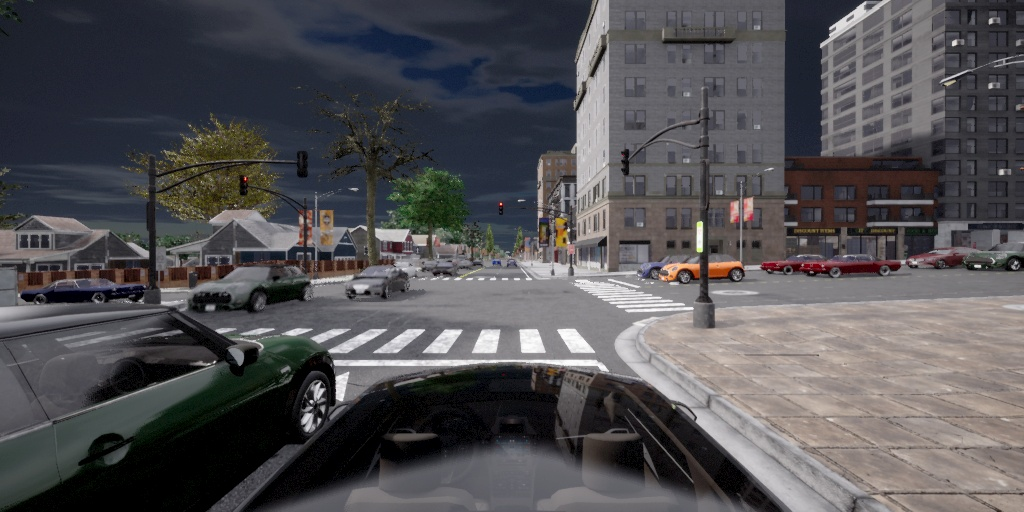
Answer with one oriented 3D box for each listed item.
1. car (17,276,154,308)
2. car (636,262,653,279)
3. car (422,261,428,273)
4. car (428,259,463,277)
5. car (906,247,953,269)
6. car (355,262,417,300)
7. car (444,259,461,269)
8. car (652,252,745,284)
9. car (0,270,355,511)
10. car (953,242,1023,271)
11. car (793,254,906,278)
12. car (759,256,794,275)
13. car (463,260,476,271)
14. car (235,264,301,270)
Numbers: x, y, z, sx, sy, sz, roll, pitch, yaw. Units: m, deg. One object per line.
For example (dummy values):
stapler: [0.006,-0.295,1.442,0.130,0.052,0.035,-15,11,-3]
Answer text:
car: [-21.636,1.806,18.338,4.718,1.301,1.895,-2,0,0]
car: [11.099,0.679,25.015,4.553,1.767,2.097,-2,0,2]
car: [-9.905,1.283,44.307,1.837,1.490,4.892,0,0,0]
car: [-6.628,1.314,36.224,2.033,1.411,5.357,0,0,0]
car: [30.407,0.121,25.011,4.674,1.442,1.812,-2,0,0]
car: [-6.615,1.266,18.082,2.128,1.511,4.902,0,0,0]
car: [-9.904,1.295,60.133,1.882,1.535,5.008,0,0,0]
car: [11.353,0.680,21.695,4.553,1.767,2.097,-2,0,0]
car: [-3.152,1.102,2.461,2.097,1.767,4.553,0,0,0]
car: [30.492,-0.045,21.764,4.553,1.767,2.097,-2,0,0]
car: [20.337,0.584,21.730,4.718,1.301,1.895,-2,0,0]
car: [20.096,0.583,24.979,4.718,1.301,1.895,-2,0,0]
car: [-6.658,1.296,50.700,1.837,1.490,4.892,0,0,0]
car: [-9.874,1.119,13.971,2.097,1.767,4.553,0,0,0]
